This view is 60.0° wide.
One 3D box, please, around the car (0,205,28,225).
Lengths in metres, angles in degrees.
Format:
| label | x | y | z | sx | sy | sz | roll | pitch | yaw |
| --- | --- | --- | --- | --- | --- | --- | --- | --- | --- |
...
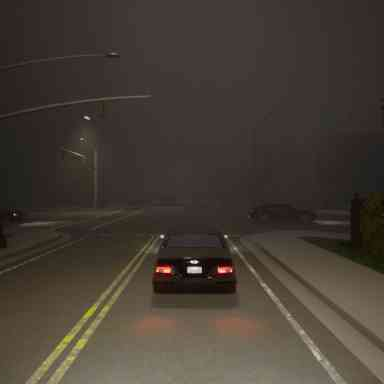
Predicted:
| label | x | y | z | sx | sy | sz | roll | pitch | yaw |
| --- | --- | --- | --- | --- | --- | --- | --- | --- | --- |
| car | -14.533 | 1.612 | 24.275 | 4.674 | 1.442 | 1.812 | -1 | 0 | 0 |

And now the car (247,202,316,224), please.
| label | x | y | z | sx | sy | sz | roll | pitch | yaw |
| --- | --- | --- | --- | --- | --- | --- | --- | --- | --- |
| car | 6.567 | 1.504 | 24.490 | 4.892 | 1.490 | 1.837 | 0 | 0 | -1 |

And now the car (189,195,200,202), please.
| label | x | y | z | sx | sy | sz | roll | pitch | yaw |
| --- | --- | --- | --- | --- | --- | --- | --- | --- | --- |
| car | 0.564 | 1.524 | 78.927 | 1.812 | 1.442 | 4.674 | 0 | 0 | 12 |

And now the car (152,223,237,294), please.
| label | x | y | z | sx | sy | sz | roll | pitch | yaw |
| --- | --- | --- | --- | --- | --- | --- | --- | --- | --- |
| car | 0.054 | 1.547 | 8.913 | 2.033 | 1.411 | 5.357 | 0 | 0 | 0 |

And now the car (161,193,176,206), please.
| label | x | y | z | sx | sy | sz | roll | pitch | yaw |
| --- | --- | --- | --- | --- | --- | --- | --- | --- | --- |
| car | -3.713 | 1.221 | 53.947 | 2.150 | 2.045 | 5.566 | 0 | 0 | 0 |

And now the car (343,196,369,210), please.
| label | x | y | z | sx | sy | sz | roll | pitch | yaw |
| --- | --- | --- | --- | --- | --- | --- | --- | --- | --- |
| car | 20.133 | 1.306 | 38.833 | 4.553 | 1.767 | 2.097 | 0 | 0 | -1 |
